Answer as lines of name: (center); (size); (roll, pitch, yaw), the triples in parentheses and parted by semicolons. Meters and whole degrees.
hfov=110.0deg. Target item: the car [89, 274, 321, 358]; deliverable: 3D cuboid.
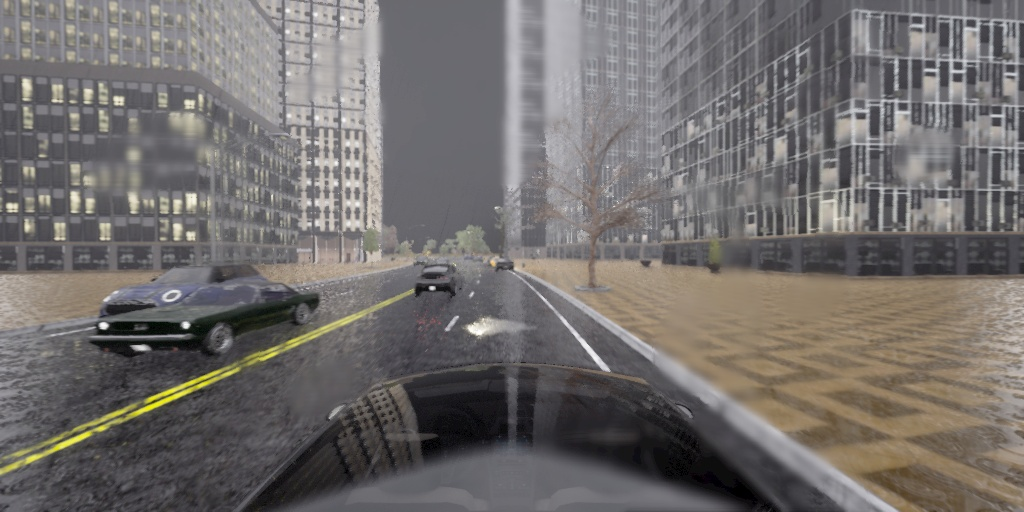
car: (-6.685, 1.315, 8.620); (1.895, 1.301, 4.718); (0, 1, -1)

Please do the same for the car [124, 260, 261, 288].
car: (-10.016, 1.054, 11.526); (2.097, 1.767, 4.553); (0, 1, -2)

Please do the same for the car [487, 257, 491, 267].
car: (-2.020, 0.792, 49.012); (1.801, 1.575, 5.366); (0, 1, -7)

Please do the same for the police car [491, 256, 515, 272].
police car: (-0.864, 0.846, 38.838); (1.930, 1.638, 5.238); (0, 1, -6)

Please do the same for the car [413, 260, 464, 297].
car: (-3.541, 1.123, 17.879); (1.837, 1.490, 4.892); (0, 1, -2)

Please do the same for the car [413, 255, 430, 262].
car: (-13.615, 0.692, 54.223); (2.097, 1.767, 4.553); (0, 0, -8)

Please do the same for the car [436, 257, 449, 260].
car: (-9.861, 0.845, 50.705); (2.128, 1.511, 4.902); (0, 1, -7)
